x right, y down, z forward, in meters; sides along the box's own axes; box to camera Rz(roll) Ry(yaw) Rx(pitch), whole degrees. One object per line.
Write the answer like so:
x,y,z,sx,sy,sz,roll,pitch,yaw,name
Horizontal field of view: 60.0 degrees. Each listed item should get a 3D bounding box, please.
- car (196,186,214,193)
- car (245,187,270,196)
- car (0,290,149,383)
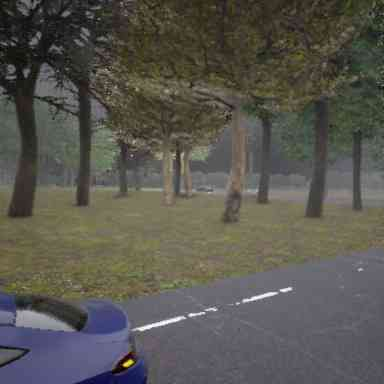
2.689,-0.586,67.954,1.994,1.385,4.181,0,2,-32,car
10.763,-0.061,54.945,1.812,1.442,4.674,0,2,-32,car
-2.544,1.532,2.177,4.674,1.442,1.812,0,0,-35,car
